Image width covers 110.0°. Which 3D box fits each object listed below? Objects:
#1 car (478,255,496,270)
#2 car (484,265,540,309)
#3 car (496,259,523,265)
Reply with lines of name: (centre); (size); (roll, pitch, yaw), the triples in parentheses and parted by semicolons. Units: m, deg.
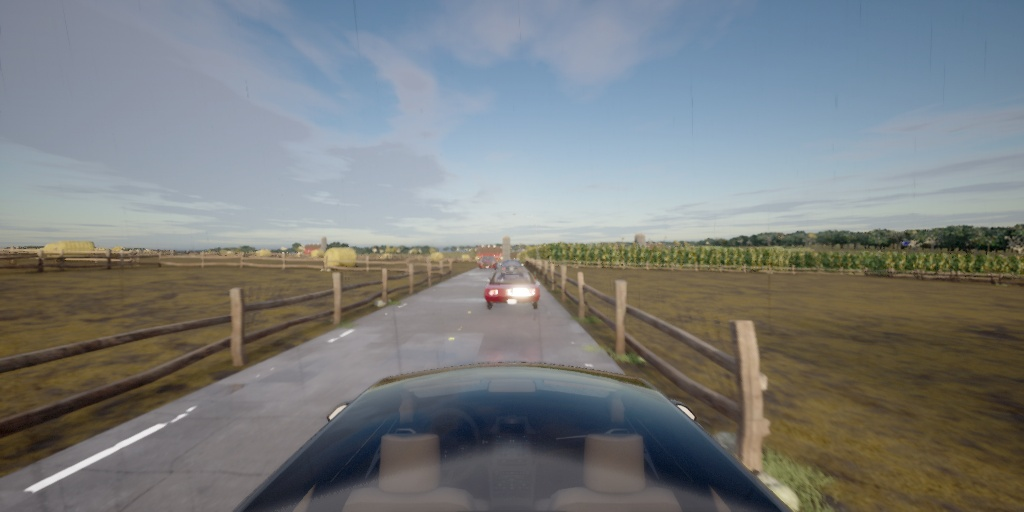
car: (-2.882, 0.724, 43.601); (2.097, 1.767, 4.553); (-1, 0, 0)
car: (0.014, 1.197, 13.996); (1.895, 1.301, 4.718); (-1, 1, 0)
car: (-0.023, 0.988, 30.032); (2.033, 1.411, 5.357); (-1, 1, 0)
